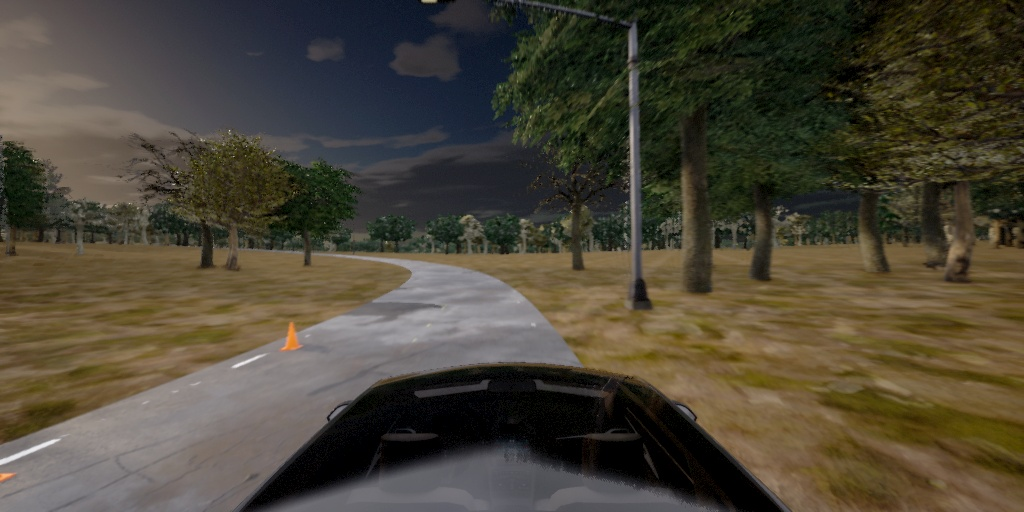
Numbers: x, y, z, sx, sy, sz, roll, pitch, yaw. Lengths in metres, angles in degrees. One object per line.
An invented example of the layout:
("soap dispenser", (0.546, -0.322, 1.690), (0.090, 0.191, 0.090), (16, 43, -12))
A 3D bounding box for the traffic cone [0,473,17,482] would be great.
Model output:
("traffic cone", (-4.888, 1.802, 3.254), (0.340, 0.580, 0.340), (0, 0, 0))

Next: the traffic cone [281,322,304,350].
("traffic cone", (-4.992, 1.794, 8.151), (0.340, 0.580, 0.340), (0, 0, -2))
